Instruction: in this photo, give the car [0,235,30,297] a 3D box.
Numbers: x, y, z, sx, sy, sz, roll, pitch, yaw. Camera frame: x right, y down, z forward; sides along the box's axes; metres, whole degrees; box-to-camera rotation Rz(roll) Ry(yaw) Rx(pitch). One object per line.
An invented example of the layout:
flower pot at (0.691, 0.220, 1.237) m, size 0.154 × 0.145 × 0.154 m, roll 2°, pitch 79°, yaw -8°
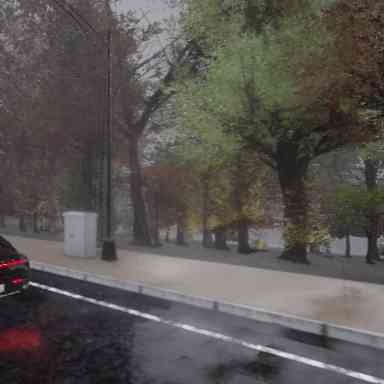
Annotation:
car at (-5.661, 1.604, 7.716) m, size 4.892 × 1.490 × 1.837 m, roll 0°, pitch 0°, yaw 36°
